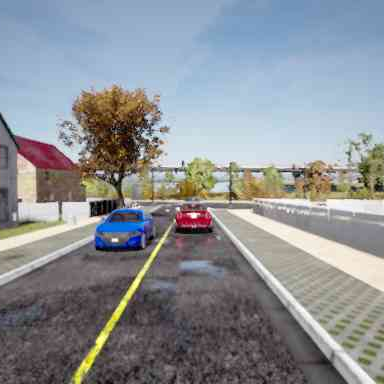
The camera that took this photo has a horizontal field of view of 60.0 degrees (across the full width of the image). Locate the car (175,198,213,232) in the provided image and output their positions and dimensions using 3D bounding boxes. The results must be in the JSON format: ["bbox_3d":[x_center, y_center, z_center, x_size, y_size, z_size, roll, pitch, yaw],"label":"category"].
[{"bbox_3d":[0.098,1.350,20.250,2.097,1.767,4.553,0,0,0],"label":"car"}]

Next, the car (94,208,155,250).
[{"bbox_3d":[-2.767,1.474,14.507,1.882,1.535,5.008,0,0,0],"label":"car"}]

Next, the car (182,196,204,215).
[{"bbox_3d":[0.112,1.363,34.692,2.097,1.767,4.553,0,0,0],"label":"car"}]
